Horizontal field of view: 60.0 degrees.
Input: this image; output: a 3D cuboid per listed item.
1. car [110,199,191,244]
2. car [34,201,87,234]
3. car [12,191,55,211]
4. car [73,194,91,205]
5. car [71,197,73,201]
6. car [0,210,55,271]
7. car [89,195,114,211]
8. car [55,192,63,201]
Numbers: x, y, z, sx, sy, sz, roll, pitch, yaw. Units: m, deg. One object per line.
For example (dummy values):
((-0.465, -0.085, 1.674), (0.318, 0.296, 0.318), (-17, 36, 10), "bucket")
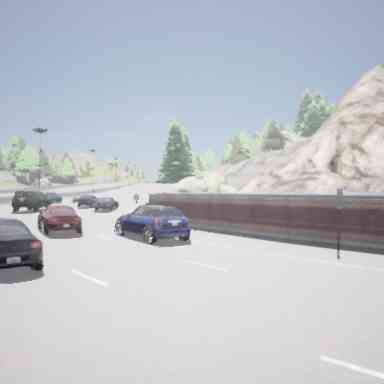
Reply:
((-2.056, 1.429, 16.579), (2.097, 1.767, 4.553), (1, 0, -37), "car")
((-7.269, 1.440, 18.184), (1.812, 1.442, 4.674), (1, 0, -30), "car")
((-16.032, 0.893, 33.503), (2.150, 2.045, 5.566), (1, 0, -5), "car")
((-12.997, 1.142, 41.947), (1.837, 1.490, 4.892), (0, 1, -3), "car")
((-16.999, 1.024, 51.247), (1.895, 1.301, 4.718), (1, 1, -2), "car")
((-5.920, 1.510, 10.094), (1.812, 1.442, 4.674), (1, 0, -40), "car")
((-9.389, 1.306, 36.808), (2.033, 1.411, 5.357), (1, 1, -2), "car")
((-20.349, 0.775, 47.940), (2.097, 1.767, 4.553), (1, 1, -2), "car")
